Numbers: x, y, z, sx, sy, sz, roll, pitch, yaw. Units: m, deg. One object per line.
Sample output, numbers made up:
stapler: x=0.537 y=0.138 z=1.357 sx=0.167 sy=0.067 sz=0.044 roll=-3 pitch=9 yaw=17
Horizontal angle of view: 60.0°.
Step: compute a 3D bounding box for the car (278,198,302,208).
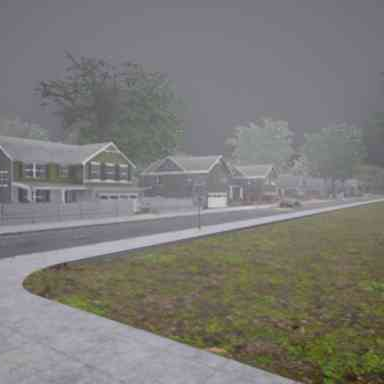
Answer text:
car: x=13.926 y=1.521 z=46.927 sx=2.033 sy=1.411 sz=5.357 roll=0 pitch=0 yaw=35
